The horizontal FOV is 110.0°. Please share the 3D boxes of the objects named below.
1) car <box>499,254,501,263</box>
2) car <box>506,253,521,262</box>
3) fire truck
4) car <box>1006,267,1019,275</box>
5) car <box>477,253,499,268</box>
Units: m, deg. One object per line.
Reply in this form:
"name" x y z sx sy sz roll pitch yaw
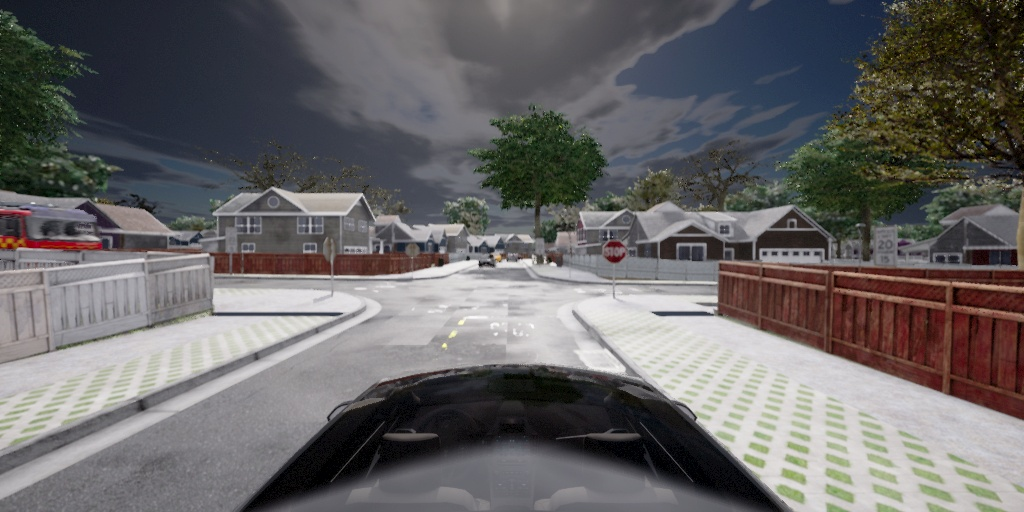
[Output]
"car" -2.769 0.296 58.296 1.882 1.535 5.008 0 1 1
"car" 0.015 0.260 62.137 2.128 1.511 4.902 0 1 1
"fire truck" -24.654 -0.632 16.640 8.468 3.827 2.891 1 0 -1
"car" 28.875 1.371 20.043 4.902 1.511 2.128 1 0 0
"car" -2.834 0.541 41.489 1.837 1.490 4.892 0 1 0
